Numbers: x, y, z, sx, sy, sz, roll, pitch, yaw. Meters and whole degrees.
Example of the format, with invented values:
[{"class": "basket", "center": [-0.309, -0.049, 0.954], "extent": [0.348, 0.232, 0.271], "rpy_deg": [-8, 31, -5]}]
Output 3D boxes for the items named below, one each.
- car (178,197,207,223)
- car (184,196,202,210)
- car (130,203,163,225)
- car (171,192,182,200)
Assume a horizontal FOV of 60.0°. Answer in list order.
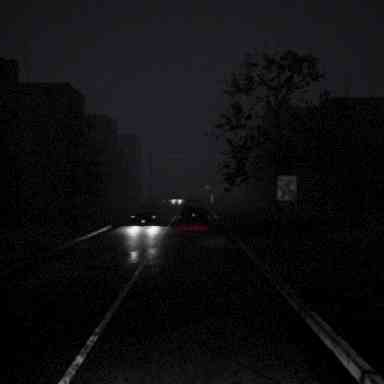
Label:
[{"class": "car", "center": [0.113, 1.396, 24.603], "extent": [1.882, 1.535, 5.008], "rpy_deg": [0, 0, 0]}, {"class": "car", "center": [0.128, 1.353, 41.990], "extent": [2.128, 1.511, 4.902], "rpy_deg": [0, 0, 0]}, {"class": "car", "center": [-3.085, 1.469, 23.666], "extent": [2.033, 1.411, 5.357], "rpy_deg": [0, 0, 0]}, {"class": "car", "center": [-2.978, 0.744, 65.004], "extent": [1.994, 1.385, 4.181], "rpy_deg": [0, 3, 1]}]
